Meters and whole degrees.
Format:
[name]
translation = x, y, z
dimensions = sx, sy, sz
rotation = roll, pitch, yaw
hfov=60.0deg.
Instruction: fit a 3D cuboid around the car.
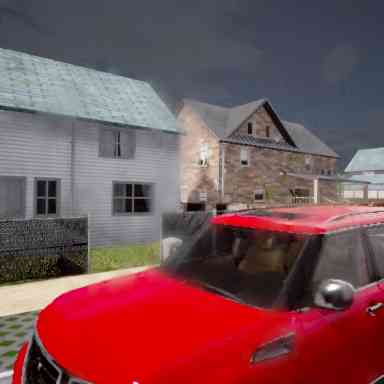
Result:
[car]
translation = 1.090, 1.223, 3.843
dimensions = 5.566, 2.045, 2.150
rotation = 0, 0, -35
